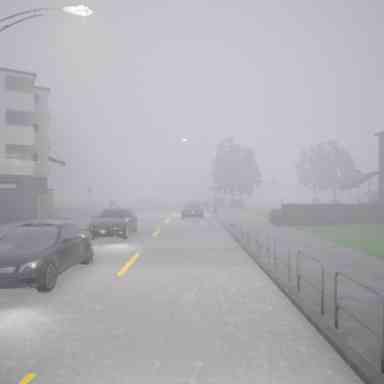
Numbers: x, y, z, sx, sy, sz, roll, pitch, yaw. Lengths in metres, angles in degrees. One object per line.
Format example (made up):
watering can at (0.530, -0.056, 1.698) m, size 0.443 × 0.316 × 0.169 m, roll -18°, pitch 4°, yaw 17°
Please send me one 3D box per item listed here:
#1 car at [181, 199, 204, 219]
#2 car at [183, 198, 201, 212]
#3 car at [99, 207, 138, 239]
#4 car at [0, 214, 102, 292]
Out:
car at (0.061, 1.632, 29.545) m, size 1.994 × 1.385 × 4.181 m, roll 0°, pitch 0°, yaw 0°
car at (0.038, 1.587, 41.615) m, size 2.128 × 1.511 × 4.902 m, roll 0°, pitch 0°, yaw 0°
car at (-4.010, 1.574, 17.445) m, size 1.837 × 1.490 × 4.892 m, roll 0°, pitch 0°, yaw 0°
car at (-4.102, 1.547, 9.100) m, size 1.812 × 1.442 × 4.674 m, roll 0°, pitch 0°, yaw 0°
